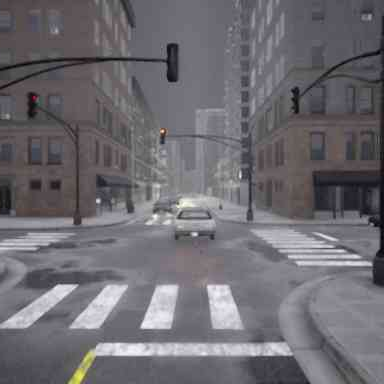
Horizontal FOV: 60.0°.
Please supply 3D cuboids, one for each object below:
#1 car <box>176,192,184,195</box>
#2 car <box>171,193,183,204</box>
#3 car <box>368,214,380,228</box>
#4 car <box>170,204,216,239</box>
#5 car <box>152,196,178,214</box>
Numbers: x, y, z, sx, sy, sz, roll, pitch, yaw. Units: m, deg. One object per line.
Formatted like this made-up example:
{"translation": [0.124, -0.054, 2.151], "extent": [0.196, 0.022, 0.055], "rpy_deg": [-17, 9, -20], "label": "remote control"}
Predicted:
{"translation": [-2.645, 0.828, 65.384], "extent": [1.837, 1.490, 4.892], "rpy_deg": [0, 0, 0], "label": "car"}
{"translation": [-2.751, 1.272, 49.785], "extent": [1.837, 1.490, 4.892], "rpy_deg": [0, 0, 0], "label": "car"}
{"translation": [12.397, 1.462, 18.936], "extent": [4.313, 1.339, 1.947], "rpy_deg": [0, 0, 0], "label": "car"}
{"translation": [0.126, 1.515, 16.642], "extent": [1.895, 1.301, 4.718], "rpy_deg": [0, 0, 0], "label": "car"}
{"translation": [-2.798, 1.381, 33.196], "extent": [2.033, 1.411, 5.357], "rpy_deg": [0, 0, 0], "label": "car"}
